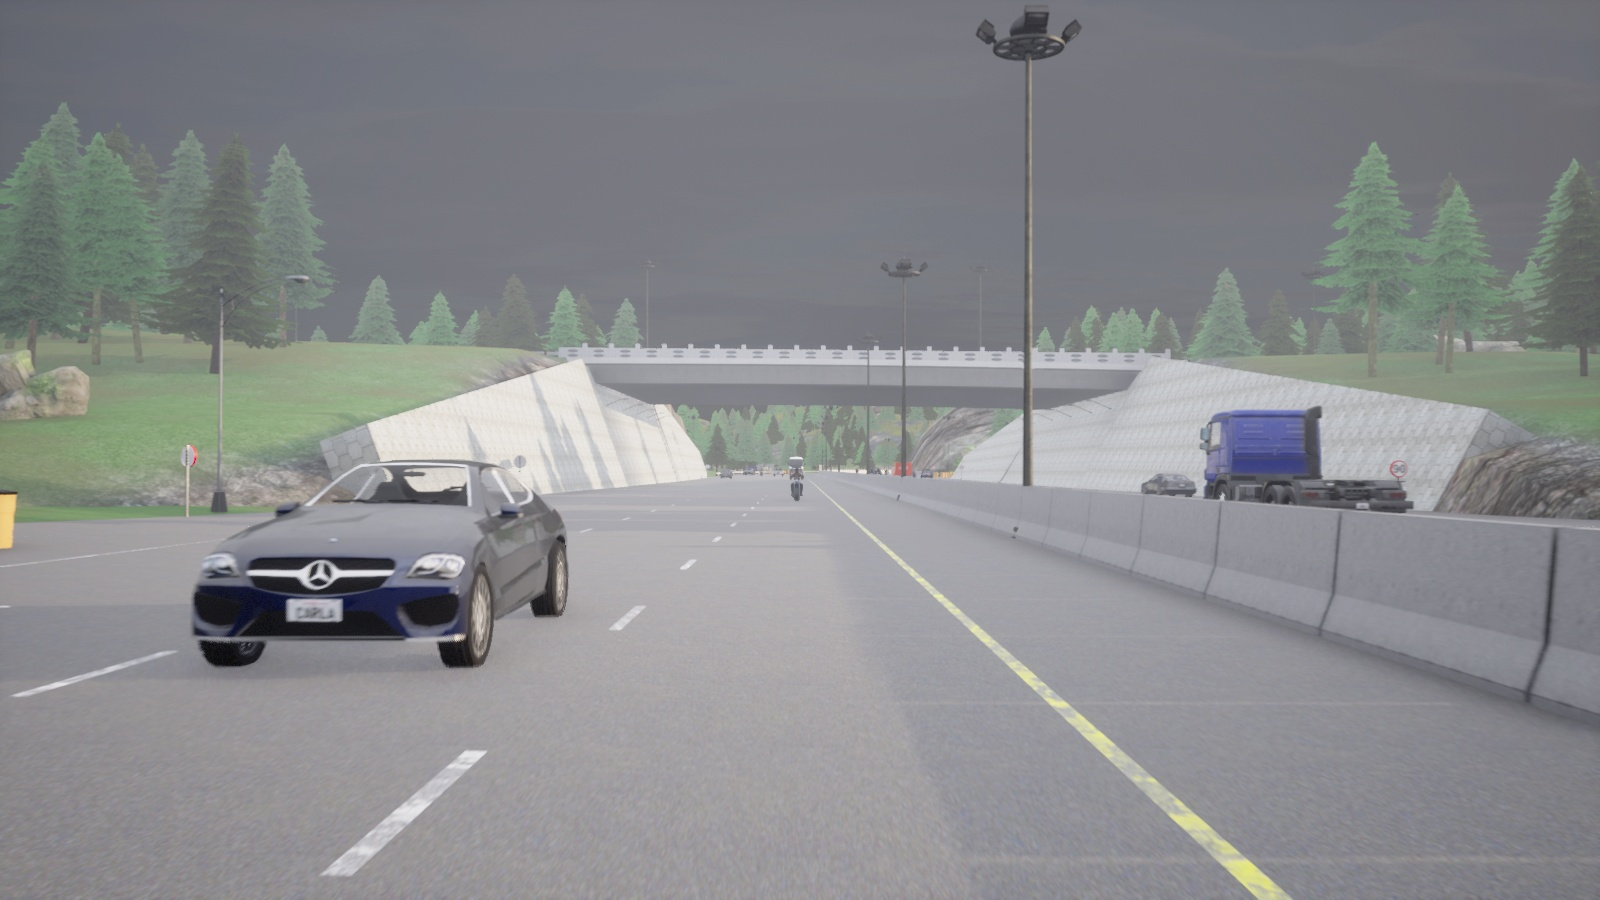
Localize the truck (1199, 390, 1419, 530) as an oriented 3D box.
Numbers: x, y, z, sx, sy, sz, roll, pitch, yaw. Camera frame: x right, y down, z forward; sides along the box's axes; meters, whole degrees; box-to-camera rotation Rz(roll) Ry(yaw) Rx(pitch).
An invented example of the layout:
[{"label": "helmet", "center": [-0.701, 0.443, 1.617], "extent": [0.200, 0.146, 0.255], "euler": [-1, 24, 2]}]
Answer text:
[{"label": "truck", "center": [13.915, 0.304, 35.204], "extent": [2.891, 3.462, 7.936], "euler": [0, -1, 0]}]

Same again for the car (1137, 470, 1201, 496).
[{"label": "car", "center": [20.837, 1.846, 71.173], "extent": [2.033, 1.411, 5.357], "euler": [0, -1, 0]}]

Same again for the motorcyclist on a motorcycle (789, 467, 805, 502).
[{"label": "motorcyclist on a motorcycle", "center": [-0.141, 1.684, 61.227], "extent": [0.766, 1.649, 2.350], "euler": [0, 0, 0]}]

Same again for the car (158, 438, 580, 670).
[{"label": "car", "center": [-3.527, 0.777, 11.515], "extent": [2.152, 1.651, 5.027], "euler": [0, -1, 0]}]
